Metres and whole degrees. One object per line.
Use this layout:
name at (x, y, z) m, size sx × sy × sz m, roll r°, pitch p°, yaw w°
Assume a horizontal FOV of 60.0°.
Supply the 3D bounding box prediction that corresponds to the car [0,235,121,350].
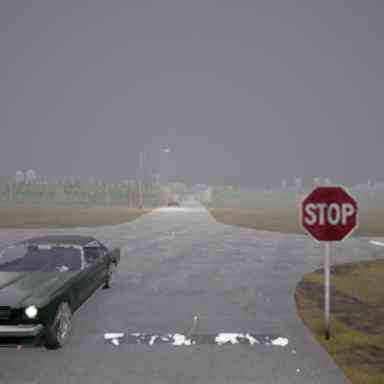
car at (-2.749, 1.587, 6.335) m, size 1.895 × 1.301 × 4.718 m, roll 0°, pitch 0°, yaw 0°

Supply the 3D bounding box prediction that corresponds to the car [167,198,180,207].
car at (-2.745, 1.616, 50.380) m, size 1.895 × 1.301 × 4.718 m, roll 0°, pitch 0°, yaw 0°
